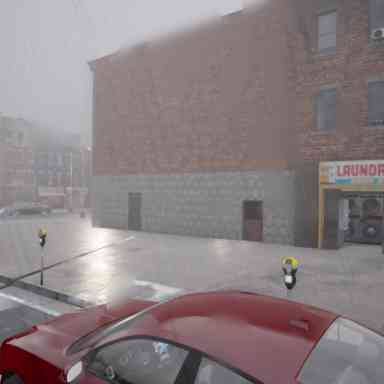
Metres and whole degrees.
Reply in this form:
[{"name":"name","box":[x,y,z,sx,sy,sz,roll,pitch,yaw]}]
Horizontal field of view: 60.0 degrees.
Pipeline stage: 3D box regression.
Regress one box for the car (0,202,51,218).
[{"name":"car","box":[-16.774,1.781,33.763,2.128,1.511,4.902,1,0,36]}]

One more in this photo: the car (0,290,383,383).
[{"name":"car","box":[0.137,1.544,2.700,4.507,1.381,1.887,0,1,36]}]
